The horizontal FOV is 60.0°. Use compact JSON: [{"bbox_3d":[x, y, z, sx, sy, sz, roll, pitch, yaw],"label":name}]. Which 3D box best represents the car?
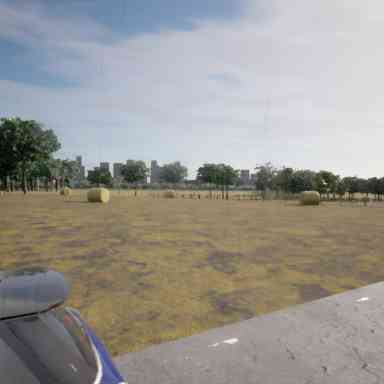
[{"bbox_3d":[-2.524,1.352,1.523,4.553,1.767,2.097,0,0,-31],"label":"car"}]
